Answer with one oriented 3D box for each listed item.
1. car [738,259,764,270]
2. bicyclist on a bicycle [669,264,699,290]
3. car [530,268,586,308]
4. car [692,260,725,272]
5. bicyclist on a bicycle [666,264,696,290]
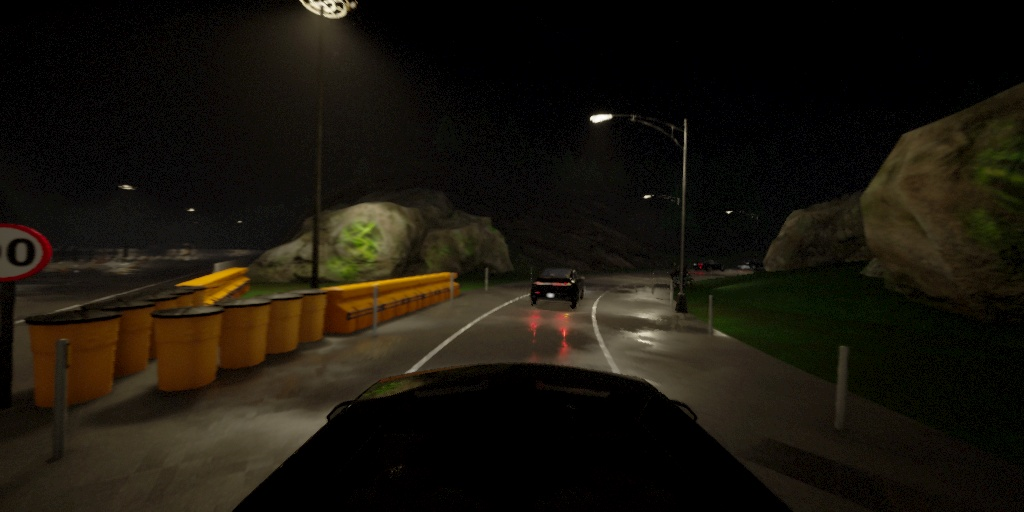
[{"bbox_3d":[34.292,1.147,50.788,4.902,1.511,2.128,-1,1,-22],"label":"car"},{"bbox_3d":[11.360,1.377,23.740,0.582,1.620,1.656,-1,-2,-34],"label":"bicyclist on a bicycle"},{"bbox_3d":[2.096,1.268,15.718,2.128,1.511,4.902,1,0,16],"label":"car"},{"bbox_3d":[25.285,1.250,46.058,4.902,1.511,2.128,0,1,-28],"label":"car"},{"bbox_3d":[10.807,1.383,23.216,1.656,1.620,0.582,-3,-2,42],"label":"bicyclist on a bicycle"}]
